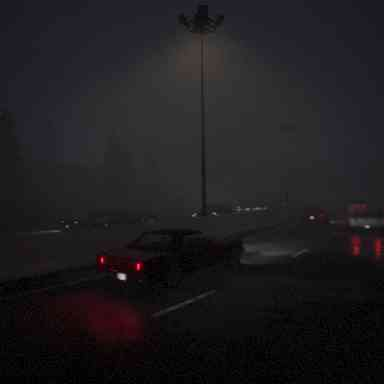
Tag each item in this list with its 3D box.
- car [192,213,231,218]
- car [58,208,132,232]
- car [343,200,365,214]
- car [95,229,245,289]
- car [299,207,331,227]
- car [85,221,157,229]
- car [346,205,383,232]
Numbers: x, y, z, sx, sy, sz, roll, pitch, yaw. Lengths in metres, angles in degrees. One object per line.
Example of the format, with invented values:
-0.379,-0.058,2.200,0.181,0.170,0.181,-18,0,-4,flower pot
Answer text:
1.748,1.692,26.192,2.097,1.767,4.553,-1,-1,28,car
-7.048,1.979,24.824,2.033,1.411,5.357,-1,-1,32,car
18.386,1.639,37.680,2.097,1.767,4.553,-1,-1,19,car
-0.317,1.743,9.726,1.895,1.301,4.718,-1,-1,38,car
9.388,1.796,25.282,1.994,1.385,4.181,-1,-1,27,car
-4.378,1.914,22.489,2.033,1.411,5.357,-1,-1,32,car
11.296,1.755,21.331,1.895,1.301,4.718,-1,-1,29,car
